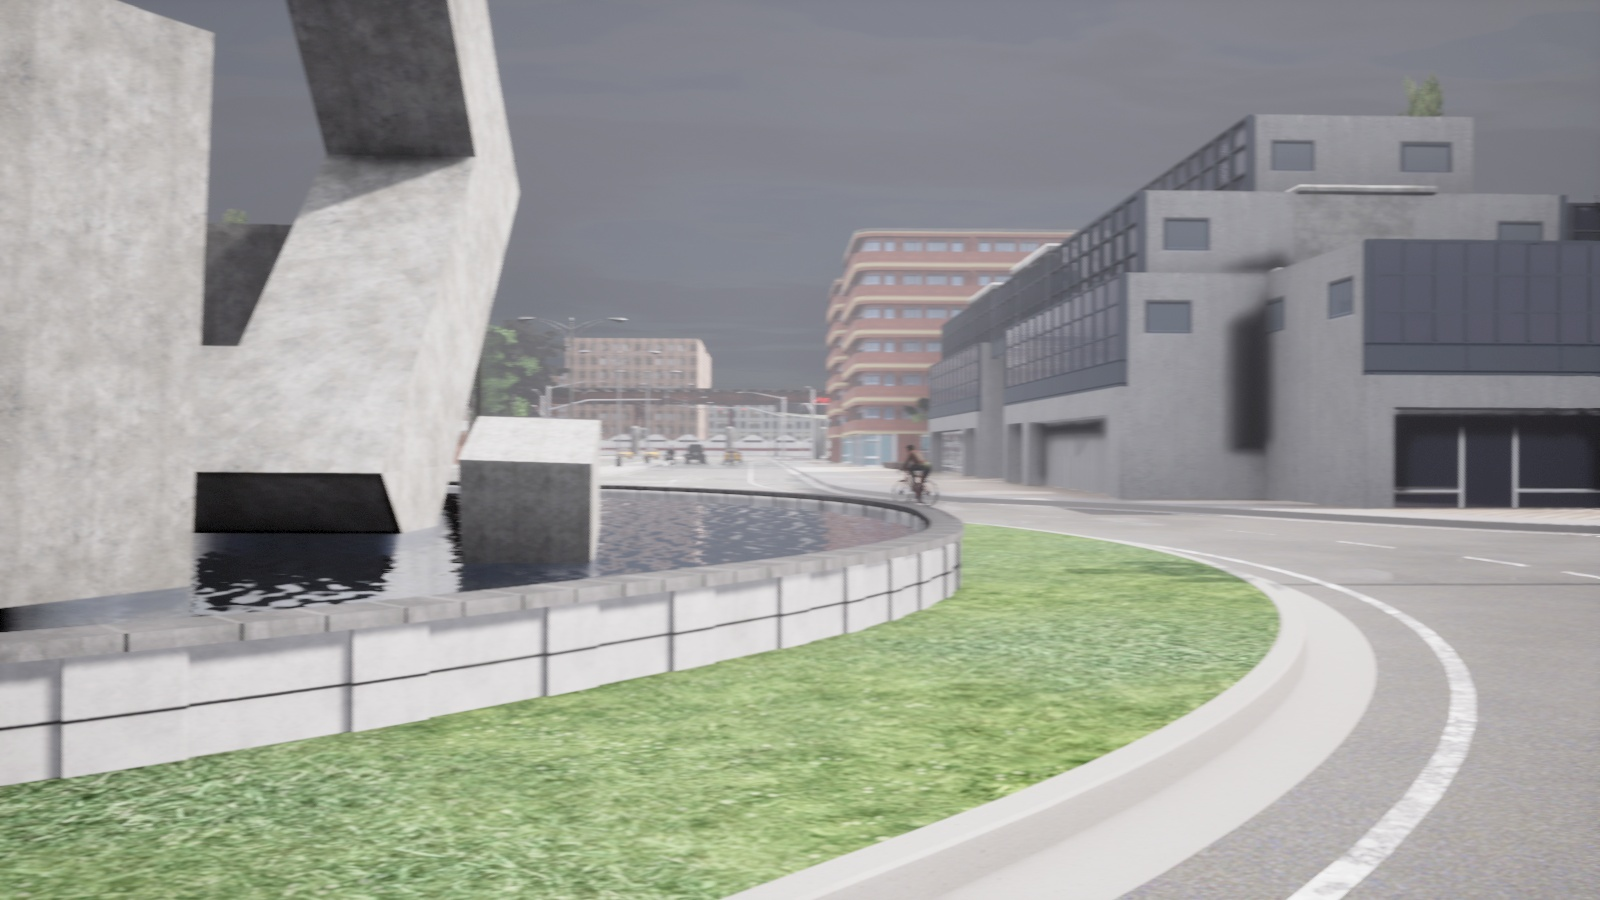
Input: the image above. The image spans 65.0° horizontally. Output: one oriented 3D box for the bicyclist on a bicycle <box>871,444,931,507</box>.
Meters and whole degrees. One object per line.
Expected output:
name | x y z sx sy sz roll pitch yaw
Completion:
bicyclist on a bicycle | 2.651 0.666 33.183 0.582 1.620 1.656 0 0 -41
